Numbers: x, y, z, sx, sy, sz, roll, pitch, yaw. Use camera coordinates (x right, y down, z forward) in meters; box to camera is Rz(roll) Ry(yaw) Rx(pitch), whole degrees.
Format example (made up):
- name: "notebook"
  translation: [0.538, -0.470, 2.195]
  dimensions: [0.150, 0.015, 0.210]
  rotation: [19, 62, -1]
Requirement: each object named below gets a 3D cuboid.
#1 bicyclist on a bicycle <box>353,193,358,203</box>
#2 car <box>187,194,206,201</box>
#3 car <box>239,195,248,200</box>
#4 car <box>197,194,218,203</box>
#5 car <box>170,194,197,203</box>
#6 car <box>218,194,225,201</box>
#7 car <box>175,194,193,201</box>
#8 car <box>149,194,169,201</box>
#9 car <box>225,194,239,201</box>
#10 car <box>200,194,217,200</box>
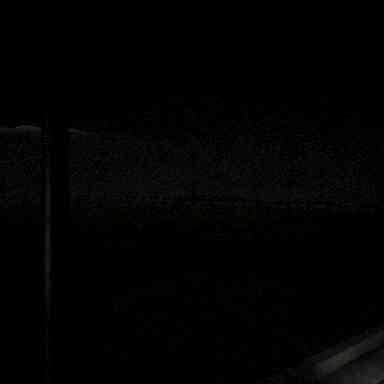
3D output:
- name: "bicyclist on a bicycle"
  translation: [26.900, 1.025, 54.660]
  dimensions: [1.656, 1.620, 0.582]
  rotation: [-1, 0, -35]
- name: "car"
  translation: [1.022, 1.205, 78.311]
  dimensions: [1.837, 1.490, 4.892]
  rotation: [0, 0, -35]
- name: "car"
  translation: [9.743, 1.338, 71.995]
  dimensions: [1.895, 1.301, 4.718]
  rotation: [0, 0, -35]
- name: "car"
  translation: [2.260, 1.303, 64.433]
  dimensions: [1.837, 1.490, 4.892]
  rotation: [0, 0, -35]
- name: "car"
  translation: [-1.724, 1.294, 64.043]
  dimensions: [1.882, 1.535, 5.008]
  rotation: [0, 0, -34]
- name: "car"
  translation: [3.989, 1.284, 68.007]
  dimensions: [1.837, 1.490, 4.892]
  rotation: [0, 0, -35]
- name: "car"
  translation: [-1.841, 1.226, 76.298]
  dimensions: [1.837, 1.490, 4.892]
  rotation: [0, 0, -35]
- name: "car"
  translation: [-7.568, 1.264, 72.272]
  dimensions: [1.837, 1.490, 4.892]
  rotation: [0, 0, -35]
- name: "car"
  translation: [6.900, 1.261, 69.952]
  dimensions: [1.837, 1.490, 4.892]
  rotation: [0, 0, -35]
- name: "car"
  translation: [3.886, 1.239, 80.324]
  dimensions: [1.994, 1.385, 4.181]
  rotation: [0, 0, -35]
